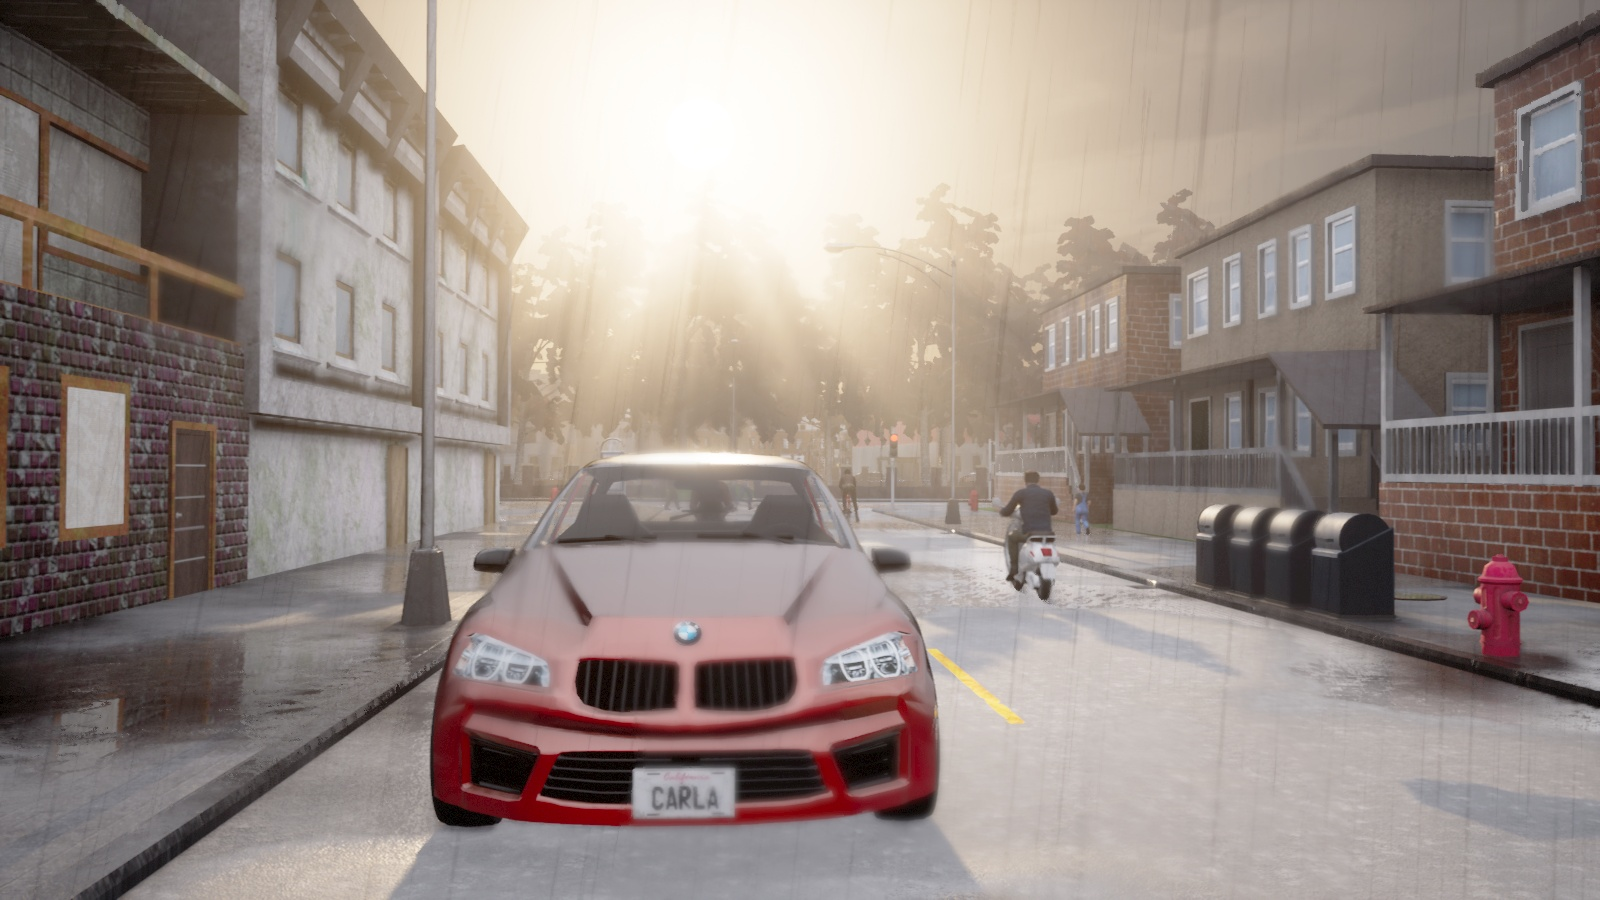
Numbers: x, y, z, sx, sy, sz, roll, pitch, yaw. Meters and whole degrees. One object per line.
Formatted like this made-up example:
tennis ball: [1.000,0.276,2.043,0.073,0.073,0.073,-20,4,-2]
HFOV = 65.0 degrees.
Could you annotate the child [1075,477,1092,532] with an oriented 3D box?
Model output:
child: [6.618,1.263,29.337,0.270,1.263,0.437,0,-1,-4]

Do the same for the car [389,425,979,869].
car: [-0.576,0.778,7.108,2.242,1.667,4.611,0,-1,-4]

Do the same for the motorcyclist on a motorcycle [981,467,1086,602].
motorcyclist on a motorcycle: [2.891,1.017,15.769,0.866,1.590,1.817,0,-1,-4]
